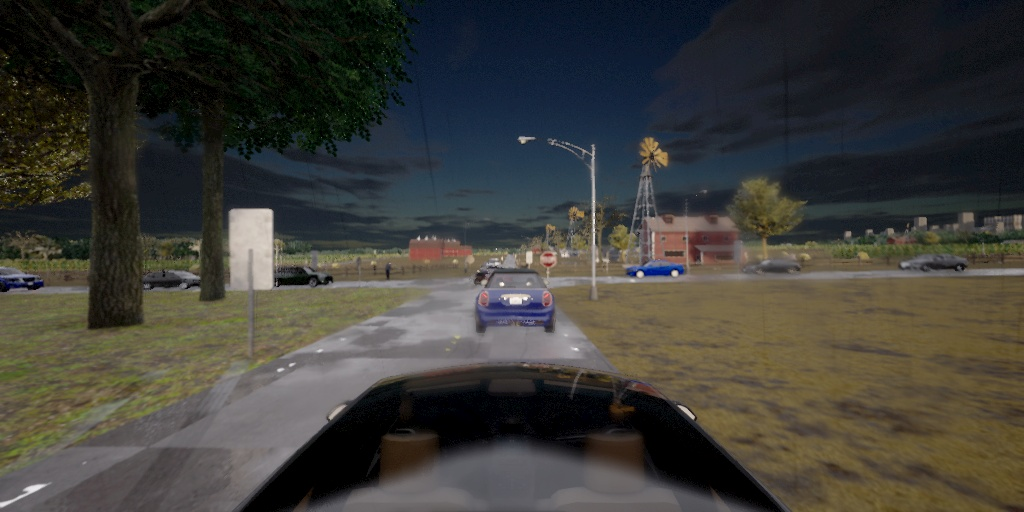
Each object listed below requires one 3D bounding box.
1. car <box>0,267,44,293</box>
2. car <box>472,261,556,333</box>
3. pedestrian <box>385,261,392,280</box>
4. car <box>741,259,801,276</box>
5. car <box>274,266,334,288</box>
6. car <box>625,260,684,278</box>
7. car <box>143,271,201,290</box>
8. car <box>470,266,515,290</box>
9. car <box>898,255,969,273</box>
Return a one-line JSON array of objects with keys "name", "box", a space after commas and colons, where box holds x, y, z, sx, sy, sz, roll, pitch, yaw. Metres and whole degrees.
[{"name": "car", "box": [-42.121, 1.922, 29.336, 5.566, 2.045, 2.150, 0, 1, 1]}, {"name": "car", "box": [0.093, 1.154, 11.048, 2.097, 1.767, 4.553, 0, 0, 0]}, {"name": "pedestrian", "box": [-12.163, 1.419, 35.144, 0.375, 1.860, 0.375, 0, 2, 0]}, {"name": "car", "box": [23.050, 0.972, 31.949, 4.674, 1.442, 1.812, -1, 1, 0]}, {"name": "car", "box": [-17.057, 1.608, 29.196, 4.553, 1.767, 2.097, -1, 1, 0]}, {"name": "car", "box": [12.649, 1.132, 31.942, 5.008, 1.535, 1.882, -1, 1, -1]}, {"name": "car", "box": [-27.444, 1.952, 29.247, 4.892, 1.490, 1.837, -1, 1, 0]}, {"name": "car", "box": [-1.451, 1.471, 25.235, 1.994, 1.385, 4.181, 0, 0, -21]}, {"name": "car", "box": [37.348, 0.642, 31.861, 4.902, 1.511, 2.128, -1, 1, 0]}]
